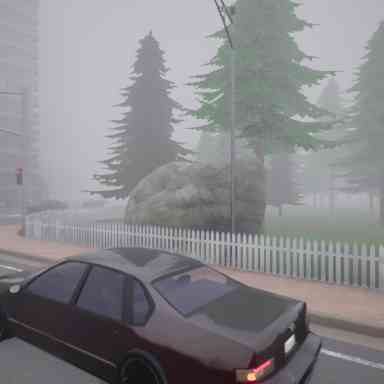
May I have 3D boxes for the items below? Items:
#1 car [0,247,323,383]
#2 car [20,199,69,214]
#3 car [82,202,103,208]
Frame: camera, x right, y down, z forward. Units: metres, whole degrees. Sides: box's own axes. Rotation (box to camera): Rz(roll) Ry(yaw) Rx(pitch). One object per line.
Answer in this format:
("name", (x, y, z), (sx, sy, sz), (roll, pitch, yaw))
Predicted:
("car", (-1.073, 1.547, 4.754), (5.357, 1.411, 2.033), (0, 0, 35))
("car", (-15.301, 1.492, 34.954), (2.033, 1.411, 5.357), (0, 0, 17))
("car", (-13.558, 1.545, 45.856), (1.895, 1.301, 4.718), (0, 0, 1))
